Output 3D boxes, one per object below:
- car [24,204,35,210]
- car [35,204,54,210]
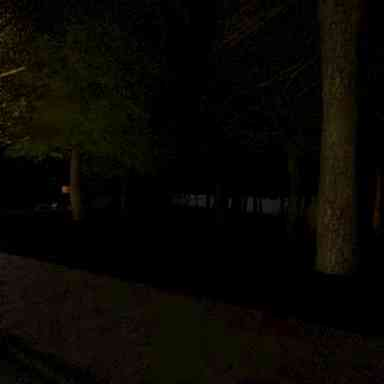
[{"bbox_3d":[-37.995,3.528,78.350,1.837,1.490,4.892,0,-2,-9],"label":"car"},{"bbox_3d":[-34.726,3.515,78.495,1.837,1.490,4.892,0,-2,-9],"label":"car"}]
